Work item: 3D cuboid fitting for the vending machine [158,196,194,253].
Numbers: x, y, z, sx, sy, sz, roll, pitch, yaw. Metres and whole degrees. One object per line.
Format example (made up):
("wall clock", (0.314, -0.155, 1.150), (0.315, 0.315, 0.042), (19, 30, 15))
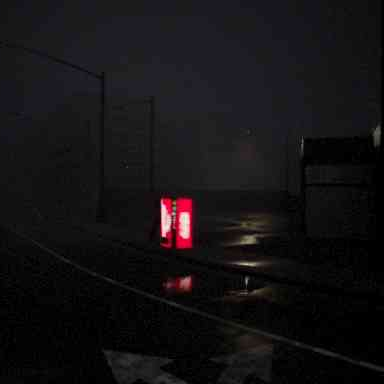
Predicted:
("vending machine", (-0.617, 1.206, 13.029), (1.100, 2.100, 0.880), (1, 0, -39))

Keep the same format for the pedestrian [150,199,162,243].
("pedestrian", (-1.337, 1.147, 13.409), (0.375, 1.860, 0.375), (1, 0, -37))
